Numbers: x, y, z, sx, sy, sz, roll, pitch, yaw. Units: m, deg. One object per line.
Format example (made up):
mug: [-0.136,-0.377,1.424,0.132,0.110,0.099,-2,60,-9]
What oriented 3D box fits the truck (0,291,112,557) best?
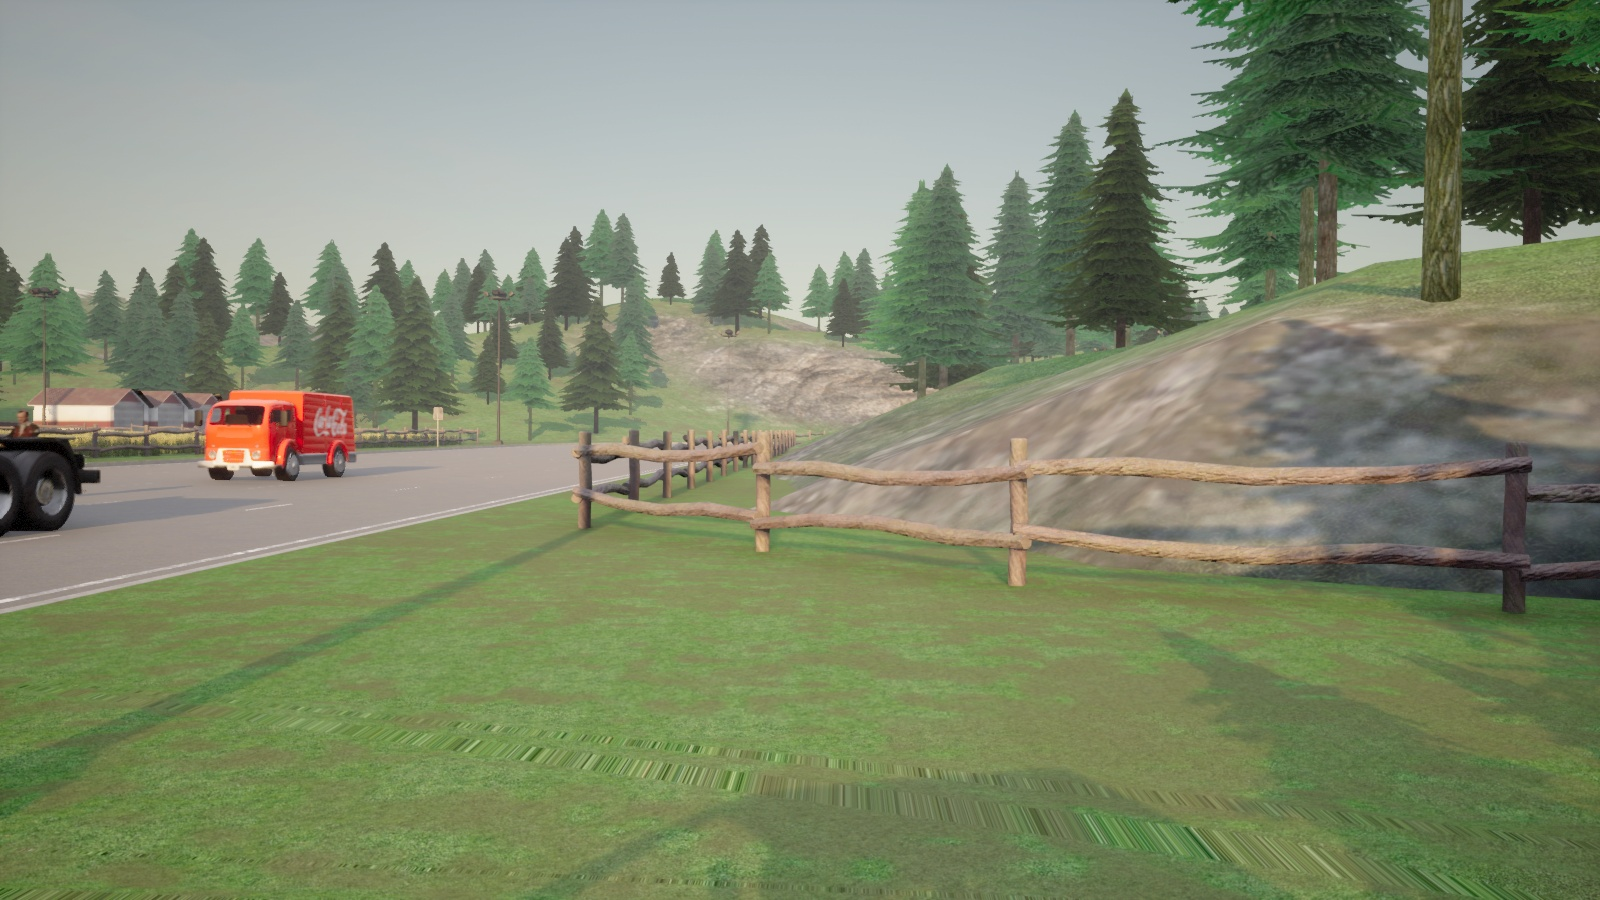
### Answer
truck: [-11.911,-0.297,14.871,2.891,3.462,7.936,-1,1,2]

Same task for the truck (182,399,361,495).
truck: [-14.620,-0.098,35.186,2.627,2.467,5.204,-1,1,2]
